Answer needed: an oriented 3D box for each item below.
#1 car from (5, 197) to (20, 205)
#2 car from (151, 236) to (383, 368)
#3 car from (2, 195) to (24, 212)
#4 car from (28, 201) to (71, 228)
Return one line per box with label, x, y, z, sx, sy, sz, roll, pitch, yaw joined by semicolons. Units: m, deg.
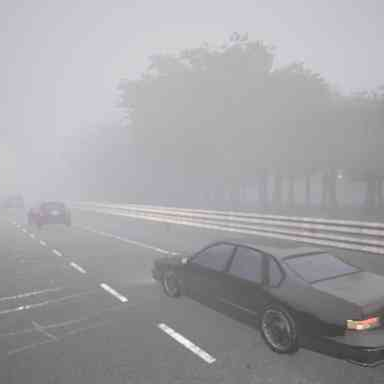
car;-35.528;1.696;66.027;1.882;1.535;5.008;0;0;-19
car;1.181;1.571;6.249;2.033;1.411;5.357;0;0;-34
car;-22.702;1.361;42.182;2.150;2.045;5.566;0;0;-34
car;-9.887;1.429;22.902;2.097;1.767;4.553;0;0;-34
